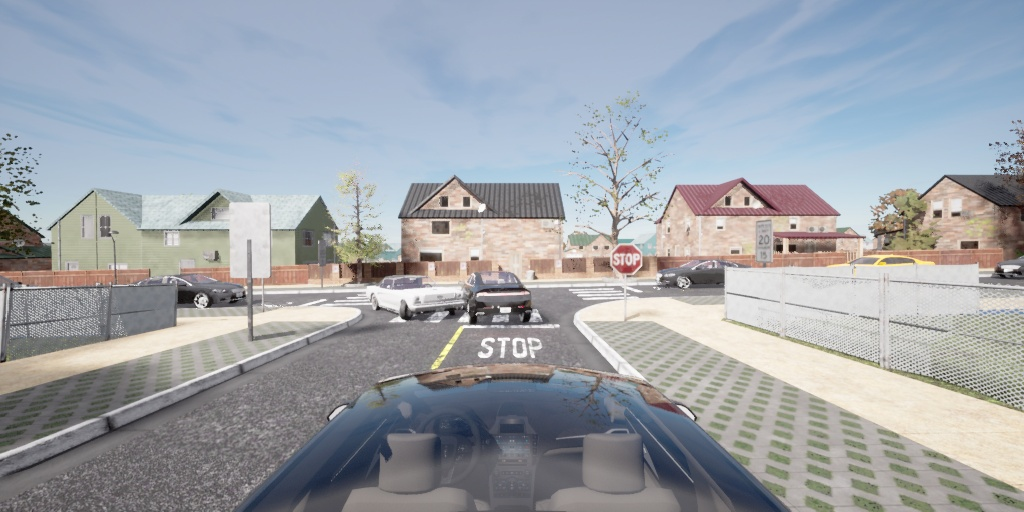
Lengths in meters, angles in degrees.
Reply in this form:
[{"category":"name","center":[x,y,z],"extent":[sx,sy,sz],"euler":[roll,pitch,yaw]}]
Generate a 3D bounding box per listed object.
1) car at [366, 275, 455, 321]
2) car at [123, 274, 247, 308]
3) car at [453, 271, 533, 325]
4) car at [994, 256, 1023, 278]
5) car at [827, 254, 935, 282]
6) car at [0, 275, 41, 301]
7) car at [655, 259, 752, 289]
[{"category":"car","center":[-3.597,1.368,12.852],"extent":[1.895,1.301,4.718],"euler":[0,0,-38]},{"category":"car","center":[-14.895,1.566,16.353],"extent":[4.902,1.511,2.128],"euler":[-1,1,0]},{"category":"car","center":[-0.680,1.242,11.991],"extent":[2.128,1.511,4.902],"euler":[0,0,-12]},{"category":"car","center":[29.394,0.478,19.458],"extent":[4.902,1.511,2.128],"euler":[-1,1,0]},{"category":"car","center":[19.770,0.690,19.426],"extent":[5.008,1.535,1.882],"euler":[-1,1,-1]},{"category":"car","center":[-24.232,1.648,16.317],"extent":[4.553,1.767,2.097],"euler":[-1,1,0]},{"category":"car","center":[10.340,0.926,19.394],"extent":[4.902,1.511,2.128],"euler":[-1,1,0]}]
